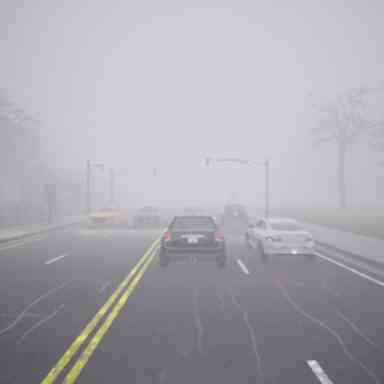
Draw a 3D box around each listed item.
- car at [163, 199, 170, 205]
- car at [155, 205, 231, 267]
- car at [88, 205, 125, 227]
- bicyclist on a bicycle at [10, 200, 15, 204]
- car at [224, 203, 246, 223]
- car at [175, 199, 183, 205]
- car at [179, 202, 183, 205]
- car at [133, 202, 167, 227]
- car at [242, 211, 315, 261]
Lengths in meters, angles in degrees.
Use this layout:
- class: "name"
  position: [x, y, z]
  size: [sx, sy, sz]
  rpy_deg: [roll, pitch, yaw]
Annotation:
- class: "car"
  position: [-6.474, 2.584, 83.942]
  size: [2.128, 1.511, 4.902]
  rpy_deg: [0, -1, 0]
- class: "car"
  position: [0.048, 1.512, 12.220]
  size: [2.097, 1.767, 4.553]
  rpy_deg: [0, -1, 1]
- class: "car"
  position: [-6.546, 1.816, 25.912]
  size: [1.882, 1.535, 5.008]
  rpy_deg: [0, -1, 0]
- class: "bicyclist on a bicycle"
  position: [-24.625, 1.933, 45.612]
  size: [0.582, 1.620, 1.656]
  rpy_deg: [0, 0, 0]
- class: "car"
  position: [3.302, 1.706, 27.086]
  size: [2.097, 1.767, 4.553]
  rpy_deg: [0, -1, 1]
- class: "car"
  position: [-3.224, 2.559, 83.941]
  size: [1.837, 1.490, 4.892]
  rpy_deg: [0, -1, 0]
- class: "car"
  position: [0.051, 1.831, 26.992]
  size: [1.882, 1.535, 5.008]
  rpy_deg: [0, -1, 0]
- class: "car"
  position: [-3.296, 1.815, 25.885]
  size: [1.882, 1.535, 5.008]
  rpy_deg: [0, -1, 0]
- class: "car"
  position: [3.304, 1.696, 12.970]
  size: [1.812, 1.442, 4.674]
  rpy_deg: [0, 0, 1]
